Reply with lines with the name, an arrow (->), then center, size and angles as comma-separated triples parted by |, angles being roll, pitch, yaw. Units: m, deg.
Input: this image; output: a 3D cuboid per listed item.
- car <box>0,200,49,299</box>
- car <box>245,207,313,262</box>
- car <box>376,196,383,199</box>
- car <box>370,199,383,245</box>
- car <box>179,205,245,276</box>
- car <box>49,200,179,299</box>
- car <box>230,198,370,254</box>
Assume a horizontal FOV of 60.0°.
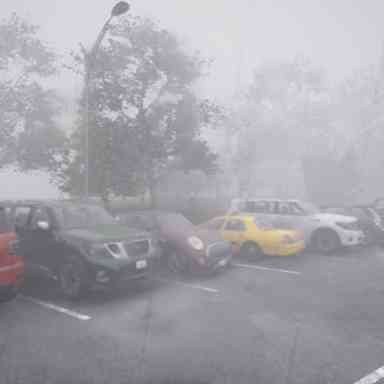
car -> -5.843, 1.231, 7.103 | 5.566, 2.045, 2.435 | -1, -1, 35
car -> 1.345, 1.514, 12.279 | 5.366, 1.575, 1.946 | -1, 0, 35
car -> 11.337, 1.188, 18.850 | 5.566, 2.045, 2.435 | -1, 0, 36
car -> 6.446, 1.371, 15.511 | 4.553, 1.767, 2.185 | -1, 0, 36
car -> -0.968, 1.383, 10.511 | 4.553, 1.767, 2.185 | -1, -1, 35
car -> -3.355, 1.243, 8.784 | 5.566, 2.045, 2.435 | -1, -1, 35
car -> 3.984, 1.259, 13.848 | 5.566, 2.045, 2.435 | -1, -1, 36
